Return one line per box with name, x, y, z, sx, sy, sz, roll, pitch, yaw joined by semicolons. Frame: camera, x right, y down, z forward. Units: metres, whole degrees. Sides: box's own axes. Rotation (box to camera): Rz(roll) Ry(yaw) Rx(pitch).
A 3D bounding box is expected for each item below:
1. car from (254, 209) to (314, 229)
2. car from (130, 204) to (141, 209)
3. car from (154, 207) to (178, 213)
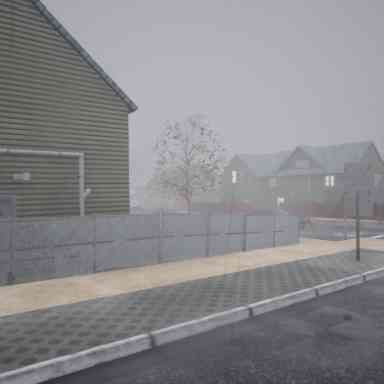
car;5.912;1.905;23.732;2.033;1.411;5.357;-1;-1;-36
car;-9.499;2.515;50.229;1.882;1.535;5.008;-1;-1;-35
car;-3.123;2.289;36.315;1.994;1.385;4.181;-1;-1;-36
